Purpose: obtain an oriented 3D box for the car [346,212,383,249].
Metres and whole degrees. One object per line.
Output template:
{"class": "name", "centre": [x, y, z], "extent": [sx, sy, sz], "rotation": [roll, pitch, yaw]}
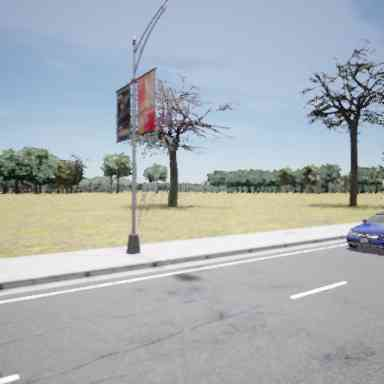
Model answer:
{"class": "car", "centre": [8.195, 1.529, 13.522], "extent": [4.674, 1.442, 1.812], "rotation": [0, 0, -35]}
